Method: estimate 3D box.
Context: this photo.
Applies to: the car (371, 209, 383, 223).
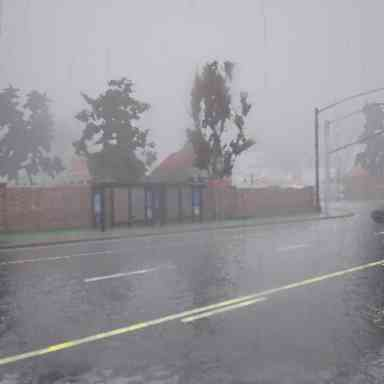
[{"bbox_3d":[14.235,1.448,22.713,4.718,1.301,1.895,-1,0,-36],"label":"car"}]
